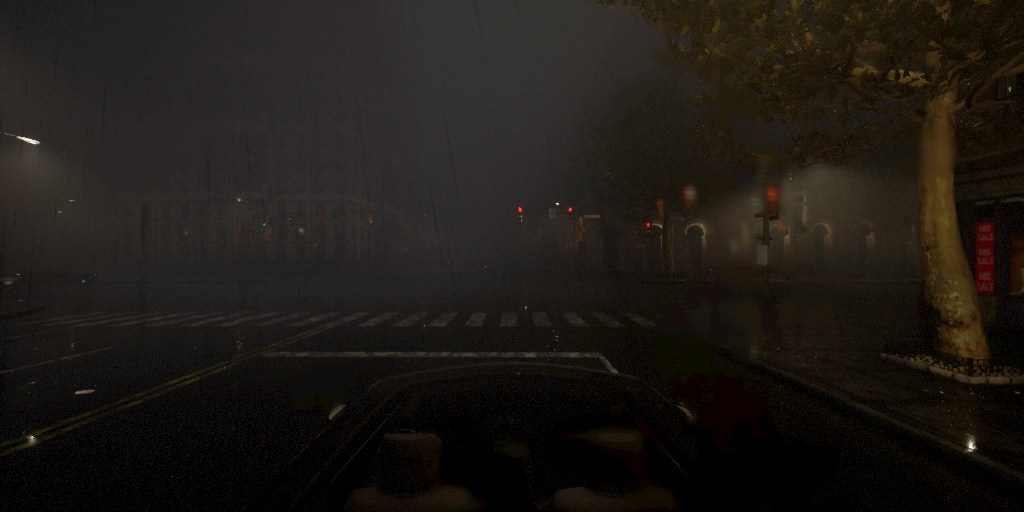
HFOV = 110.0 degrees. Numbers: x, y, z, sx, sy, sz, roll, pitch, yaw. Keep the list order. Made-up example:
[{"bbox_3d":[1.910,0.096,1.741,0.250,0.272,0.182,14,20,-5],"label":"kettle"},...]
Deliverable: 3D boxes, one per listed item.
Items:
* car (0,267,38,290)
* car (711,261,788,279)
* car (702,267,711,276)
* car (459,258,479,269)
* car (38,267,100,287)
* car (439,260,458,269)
[{"bbox_3d":[-30.496,1.240,20.035,4.902,1.511,2.128,0,0,1],"label":"car"},{"bbox_3d":[20.576,1.225,31.260,5.008,1.535,1.882,0,0,1],"label":"car"},{"bbox_3d":[20.935,1.273,34.735,4.674,1.442,1.812,0,0,0],"label":"car"},{"bbox_3d":[-6.869,1.223,57.776,1.882,1.535,5.008,0,0,1],"label":"car"},{"bbox_3d":[-30.273,1.349,23.532,4.718,1.301,1.895,0,0,1],"label":"car"},{"bbox_3d":[-10.376,1.310,57.312,1.994,1.385,4.181,0,0,1],"label":"car"}]
